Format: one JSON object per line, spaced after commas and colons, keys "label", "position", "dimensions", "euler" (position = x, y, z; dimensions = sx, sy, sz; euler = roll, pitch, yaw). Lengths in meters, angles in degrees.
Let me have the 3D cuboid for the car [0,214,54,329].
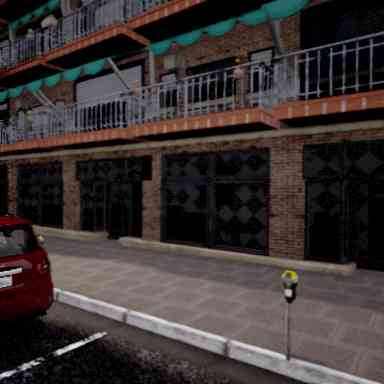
{"label": "car", "position": [-4.503, 1.306, 5.874], "dimensions": [5.009, 1.841, 2.192], "euler": [0, 1, 35]}
